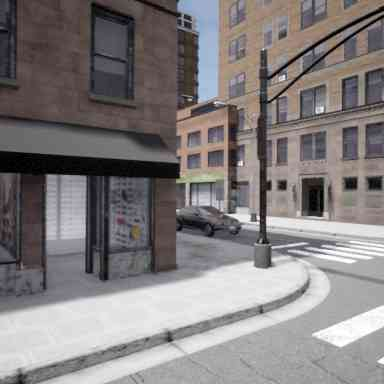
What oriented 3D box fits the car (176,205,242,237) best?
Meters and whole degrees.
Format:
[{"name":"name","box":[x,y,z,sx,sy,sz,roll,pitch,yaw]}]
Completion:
[{"name":"car","box":[0.625,1.455,17.934,1.812,1.442,4.674,1,0,-34]}]
